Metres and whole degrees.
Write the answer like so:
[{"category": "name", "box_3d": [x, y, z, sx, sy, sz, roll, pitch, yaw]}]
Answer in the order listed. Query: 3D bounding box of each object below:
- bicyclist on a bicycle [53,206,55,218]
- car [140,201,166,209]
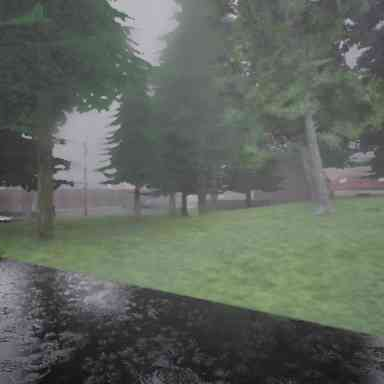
[{"category": "bicyclist on a bicycle", "box_3d": [-13.346, 1.675, 31.318, 1.656, 1.620, 0.582, -1, -1, 35]}, {"category": "car", "box_3d": [-6.655, 1.967, 55.050, 2.033, 1.411, 5.357, -1, 0, 36]}]
